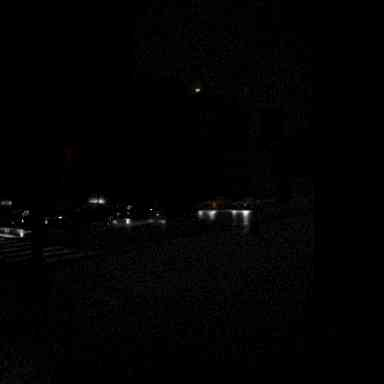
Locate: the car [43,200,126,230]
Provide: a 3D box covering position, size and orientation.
[{"bbox_3d":[-6.850,1.436,20.864,2.128,1.511,4.902,0,0,35],"label":"car"}]

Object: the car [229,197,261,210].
[{"bbox_3d":[6.676,1.372,39.945,1.812,1.442,4.674,0,1,36],"label":"car"}]

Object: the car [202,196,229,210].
[{"bbox_3d":[3.024,1.337,40.416,1.882,1.535,5.008,0,1,35],"label":"car"}]

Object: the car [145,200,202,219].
[{"bbox_3d":[-1.494,1.506,28.429,1.895,1.301,4.718,0,0,35],"label":"car"}]

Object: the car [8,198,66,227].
[{"bbox_3d":[-9.763,1.305,22.371,2.097,1.767,4.553,0,0,35],"label":"car"}]

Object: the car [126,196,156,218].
[{"bbox_3d":[-4.732,1.268,29.478,2.097,1.767,4.553,0,0,35],"label":"car"}]
